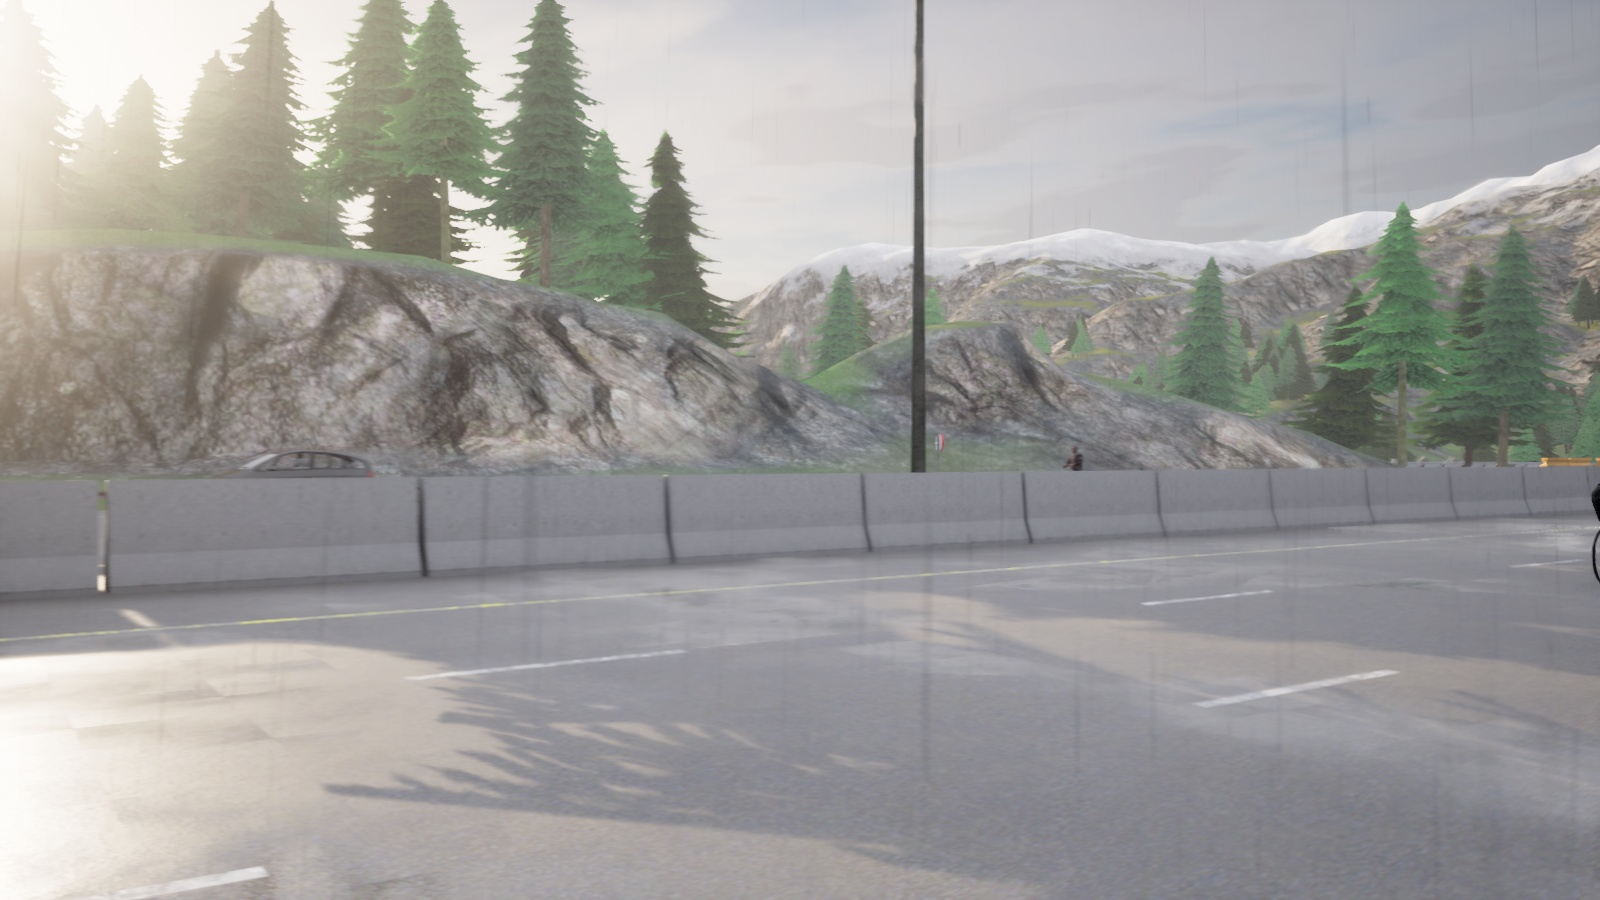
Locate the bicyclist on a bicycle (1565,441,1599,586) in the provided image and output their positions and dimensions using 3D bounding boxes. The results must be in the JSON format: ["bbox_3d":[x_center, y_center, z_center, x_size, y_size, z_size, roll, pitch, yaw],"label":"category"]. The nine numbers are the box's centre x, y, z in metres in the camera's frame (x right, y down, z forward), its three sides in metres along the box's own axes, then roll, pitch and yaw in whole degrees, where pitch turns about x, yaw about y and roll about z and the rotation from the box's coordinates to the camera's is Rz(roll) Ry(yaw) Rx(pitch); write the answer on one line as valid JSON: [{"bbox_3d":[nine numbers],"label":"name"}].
[{"bbox_3d":[9.596,0.713,14.602,1.656,1.620,0.582,0,0,-35],"label":"bicyclist on a bicycle"}]

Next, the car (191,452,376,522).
[{"bbox_3d":[-12.061,0.821,29.379,3.705,1.549,1.789,0,0,-35],"label":"car"}]
